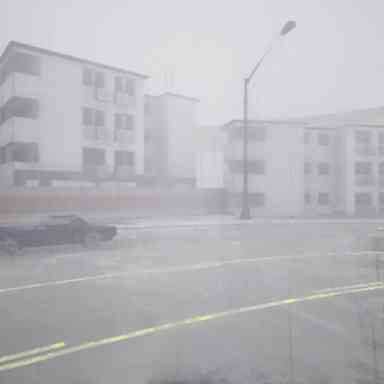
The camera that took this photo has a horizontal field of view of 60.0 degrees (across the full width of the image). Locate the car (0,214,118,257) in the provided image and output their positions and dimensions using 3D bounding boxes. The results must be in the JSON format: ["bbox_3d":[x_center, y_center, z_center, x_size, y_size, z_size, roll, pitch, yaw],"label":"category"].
[{"bbox_3d":[-5.435,1.558,12.813,4.718,1.301,1.895,0,0,-31],"label":"car"}]
